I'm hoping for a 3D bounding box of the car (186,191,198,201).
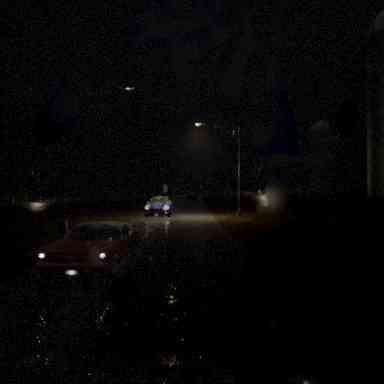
[{"bbox_3d":[-0.033,0.797,59.188,1.882,1.535,5.008,0,1,0],"label":"car"}]

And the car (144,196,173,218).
[{"bbox_3d":[-2.783,1.167,28.321,2.097,1.767,4.553,0,1,0],"label":"car"}]

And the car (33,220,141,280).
[{"bbox_3d":[-2.832,1.581,10.022,1.895,1.301,4.718,0,0,0],"label":"car"}]

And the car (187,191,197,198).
[{"bbox_3d":[-0.039,0.575,69.647,1.994,1.385,4.181,0,1,0],"label":"car"}]
